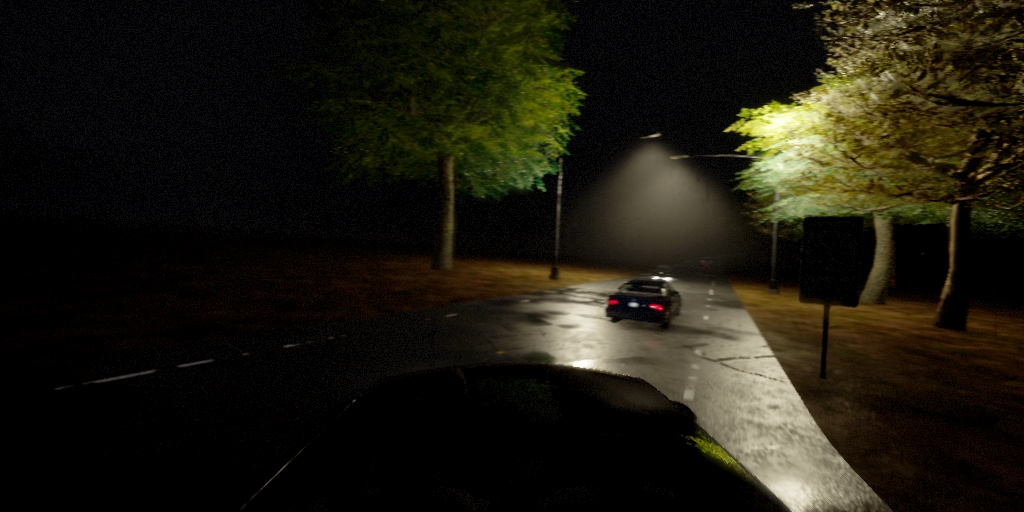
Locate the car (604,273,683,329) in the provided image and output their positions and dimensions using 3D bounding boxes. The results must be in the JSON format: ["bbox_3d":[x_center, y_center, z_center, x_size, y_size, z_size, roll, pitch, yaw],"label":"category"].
[{"bbox_3d":[4.736,1.500,12.500,2.033,1.411,5.357,3,0,30],"label":"car"}]

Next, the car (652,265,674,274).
[{"bbox_3d":[18.173,1.769,42.972,1.994,1.385,4.181,3,1,30],"label":"car"}]
